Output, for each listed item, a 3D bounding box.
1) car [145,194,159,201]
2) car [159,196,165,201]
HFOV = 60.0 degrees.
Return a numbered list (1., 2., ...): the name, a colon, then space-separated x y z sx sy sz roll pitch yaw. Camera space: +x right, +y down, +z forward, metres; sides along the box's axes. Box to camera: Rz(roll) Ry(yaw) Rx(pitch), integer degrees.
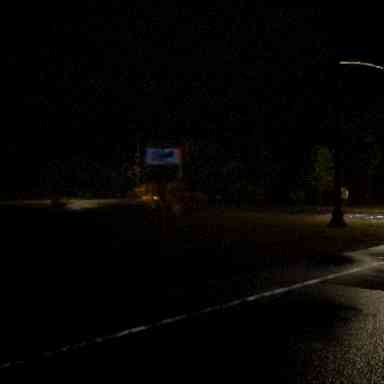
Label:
1. car: -8.261 1.131 66.681 1.882 1.535 5.008 0 0 -34
2. car: -3.463 1.147 59.579 1.882 1.535 5.008 0 0 -33
